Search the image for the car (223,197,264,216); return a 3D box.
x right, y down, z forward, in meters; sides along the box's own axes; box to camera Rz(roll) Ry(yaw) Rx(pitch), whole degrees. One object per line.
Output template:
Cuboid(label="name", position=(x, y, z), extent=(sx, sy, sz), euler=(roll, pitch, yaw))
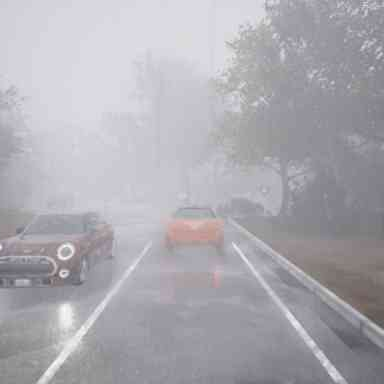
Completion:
Cuboid(label="car", position=(4.552, 1.251, 30.674), extent=(4.553, 1.767, 2.097), euler=(0, 1, -34))

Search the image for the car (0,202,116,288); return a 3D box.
Cuboid(label="car", position=(-3.590, 1.320, 9.291), extent=(2.097, 1.767, 4.553), euler=(0, 0, 0))

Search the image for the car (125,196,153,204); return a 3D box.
Cuboid(label="car", position=(-9.566, 1.403, 59.658), extent=(4.718, 1.301, 1.895), euler=(0, 0, -28))

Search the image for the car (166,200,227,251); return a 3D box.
Cuboid(label="car", position=(0.098, 1.305, 14.089), extent=(2.097, 1.767, 4.553), euler=(0, 0, 0))

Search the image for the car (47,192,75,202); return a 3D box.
Cuboid(label="car", position=(-17.492, 1.075, 44.731), extent=(2.150, 2.045, 5.566), euler=(0, 0, -1))
